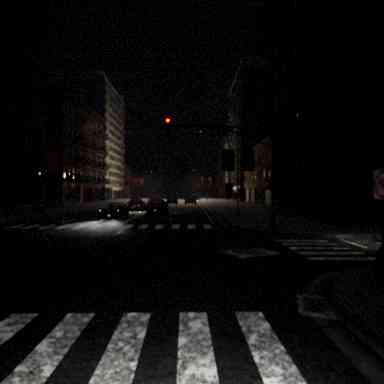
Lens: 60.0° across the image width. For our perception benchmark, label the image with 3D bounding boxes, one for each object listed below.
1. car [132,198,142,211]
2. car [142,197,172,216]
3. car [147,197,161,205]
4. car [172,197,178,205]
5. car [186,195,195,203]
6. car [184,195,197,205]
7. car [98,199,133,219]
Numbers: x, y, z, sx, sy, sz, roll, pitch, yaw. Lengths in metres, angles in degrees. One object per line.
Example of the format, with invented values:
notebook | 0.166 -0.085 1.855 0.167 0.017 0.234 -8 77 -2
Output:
car | -6.776 1.504 39.999 1.812 1.442 4.674 0 0 0
car | -3.296 1.461 32.248 1.882 1.535 5.008 0 0 0
car | -6.808 1.564 59.477 1.895 1.301 4.718 0 0 0
car | -3.509 1.564 59.288 1.895 1.301 4.718 0 0 0
car | -0.308 1.434 68.517 1.882 1.535 5.008 0 0 0
car | -0.263 1.316 58.484 2.097 1.767 4.553 0 0 0
car | -6.730 1.586 29.132 1.895 1.301 4.718 0 0 0
